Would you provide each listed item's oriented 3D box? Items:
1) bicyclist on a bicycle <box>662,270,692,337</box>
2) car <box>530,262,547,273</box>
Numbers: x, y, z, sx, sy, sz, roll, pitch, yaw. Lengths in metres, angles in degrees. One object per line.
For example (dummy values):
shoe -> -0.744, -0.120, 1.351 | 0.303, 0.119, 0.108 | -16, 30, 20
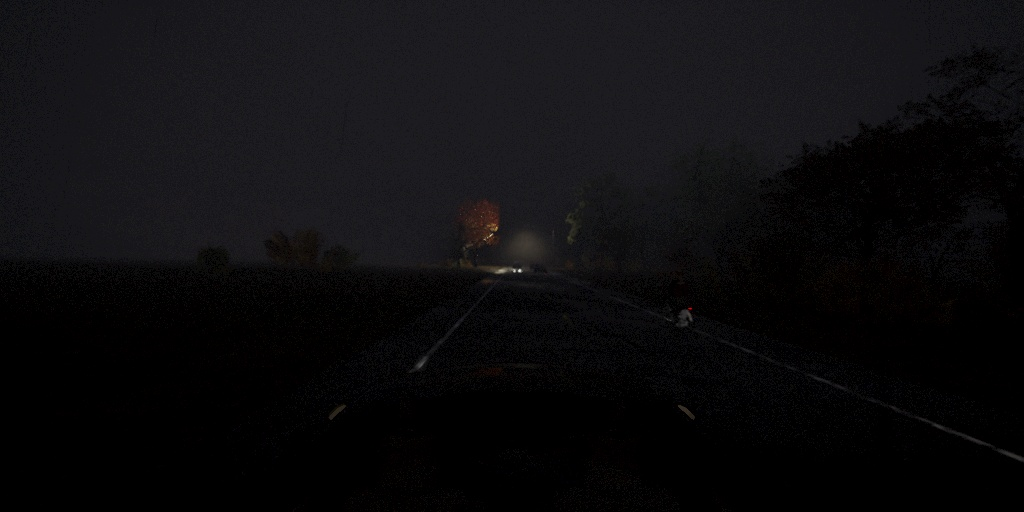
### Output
bicyclist on a bicycle -> 4.555, 1.268, 9.994 | 0.659, 1.776, 1.843 | 1, 0, 1
car -> 4.406, 1.945, 57.042 | 1.994, 1.385, 4.181 | 1, -1, 1
